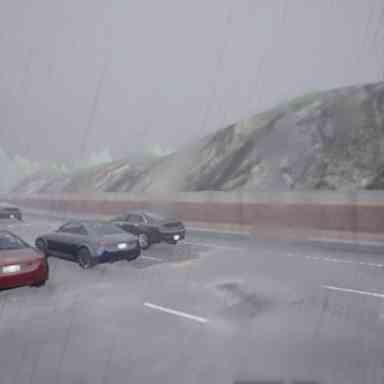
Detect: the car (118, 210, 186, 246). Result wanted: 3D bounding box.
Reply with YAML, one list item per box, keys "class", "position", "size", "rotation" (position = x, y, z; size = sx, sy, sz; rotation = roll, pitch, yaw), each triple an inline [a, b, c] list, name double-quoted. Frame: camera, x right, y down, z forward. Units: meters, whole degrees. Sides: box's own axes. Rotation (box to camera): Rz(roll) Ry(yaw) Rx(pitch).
- class: "car"
  position: [-2.468, 1.602, 15.055]
  size: [4.892, 1.490, 1.837]
  rotation: [0, 0, 40]

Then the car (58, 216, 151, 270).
- class: "car"
  position: [-3.685, 1.643, 11.517]
  size: [4.181, 1.385, 1.994]
  rotation: [0, 0, 40]

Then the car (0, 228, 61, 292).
- class: "car"
  position: [-5.414, 1.628, 8.402]
  size: [4.181, 1.385, 1.994]
  rotation: [0, 0, 39]

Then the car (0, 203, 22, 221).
- class: "car"
  position: [-16.061, 1.716, 28.474]
  size: [1.837, 1.490, 4.892]
  rotation: [0, 0, -42]
